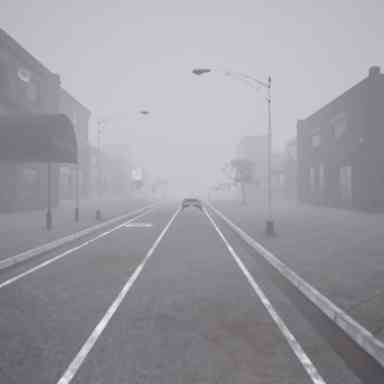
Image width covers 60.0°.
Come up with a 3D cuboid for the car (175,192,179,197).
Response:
[{"bbox_3d":[-3.084,0.804,78.717,1.837,1.490,4.892,0,0,0],"label":"car"}]

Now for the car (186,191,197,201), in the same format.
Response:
[{"bbox_3d":[-0.064,0.645,60.299,2.033,1.649,4.856,0,0,0],"label":"car"}]

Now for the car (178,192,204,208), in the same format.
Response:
[{"bbox_3d":[-0.030,0.963,29.684,1.837,1.490,4.892,0,0,0],"label":"car"}]
